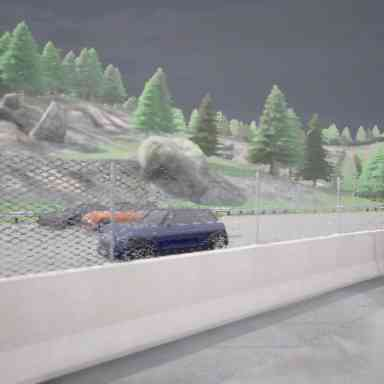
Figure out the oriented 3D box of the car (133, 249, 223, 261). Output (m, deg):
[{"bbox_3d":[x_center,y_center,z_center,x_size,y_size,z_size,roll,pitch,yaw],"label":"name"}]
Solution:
[{"bbox_3d":[-0.922,1.326,11.742,4.553,1.767,2.097,1,0,-34],"label":"car"}]
